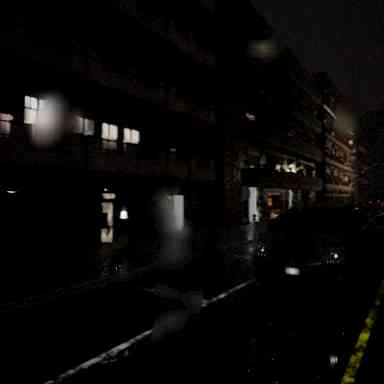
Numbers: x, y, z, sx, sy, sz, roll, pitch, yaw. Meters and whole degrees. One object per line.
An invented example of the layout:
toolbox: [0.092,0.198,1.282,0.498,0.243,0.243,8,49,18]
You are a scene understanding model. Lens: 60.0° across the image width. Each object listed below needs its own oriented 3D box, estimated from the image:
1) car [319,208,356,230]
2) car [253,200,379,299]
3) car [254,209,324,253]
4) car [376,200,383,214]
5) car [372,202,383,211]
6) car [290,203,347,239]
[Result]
car: [11.018,1.955,25.011,1.802,1.307,4.206,-1,-1,34]
car: [3.676,1.369,9.380,2.150,2.045,5.566,-1,-1,34]
car: [4.698,1.690,15.679,1.967,1.590,4.097,-1,-1,34]
car: [23.657,1.933,43.682,2.192,1.841,5.009,-1,-1,34]
car: [29.977,2.284,53.013,1.887,1.381,4.507,-1,-1,34]
car: [7.857,1.626,20.348,2.192,1.841,5.009,-1,-1,34]
